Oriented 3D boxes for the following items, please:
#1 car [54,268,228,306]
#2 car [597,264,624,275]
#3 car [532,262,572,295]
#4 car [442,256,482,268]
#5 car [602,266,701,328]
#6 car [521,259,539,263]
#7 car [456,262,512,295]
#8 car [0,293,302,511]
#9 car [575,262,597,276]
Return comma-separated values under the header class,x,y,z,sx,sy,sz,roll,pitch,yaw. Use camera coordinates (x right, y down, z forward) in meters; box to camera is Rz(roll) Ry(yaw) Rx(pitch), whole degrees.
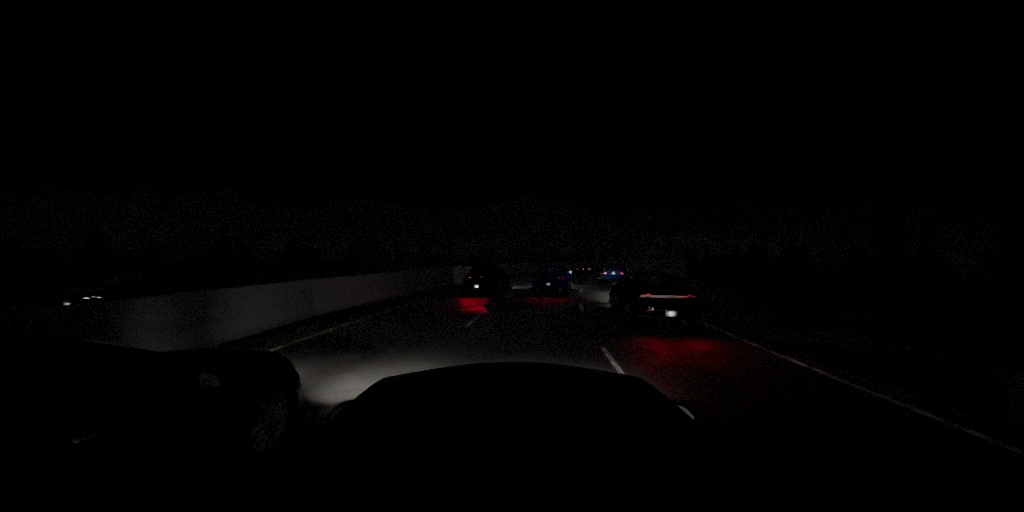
class,x,y,z,sx,sy,sz,roll,pitch,yaw
car,-13.211,1.202,13.270,1.837,1.490,4.892,0,0,7
car,8.497,1.357,29.456,2.033,1.411,5.357,0,0,19
car,2.335,1.252,20.319,1.882,1.535,5.008,0,0,12
car,-4.638,0.973,34.665,2.150,2.045,5.566,0,0,20
car,4.382,1.269,11.611,2.128,1.511,4.902,0,0,7
car,2.836,1.298,57.709,2.128,1.511,4.902,0,0,33
car,-1.273,1.262,20.145,1.837,1.490,4.892,0,0,11
car,-3.279,1.240,2.047,1.837,1.490,4.892,0,0,1
car,8.081,1.359,37.813,2.033,1.411,5.357,0,0,24
